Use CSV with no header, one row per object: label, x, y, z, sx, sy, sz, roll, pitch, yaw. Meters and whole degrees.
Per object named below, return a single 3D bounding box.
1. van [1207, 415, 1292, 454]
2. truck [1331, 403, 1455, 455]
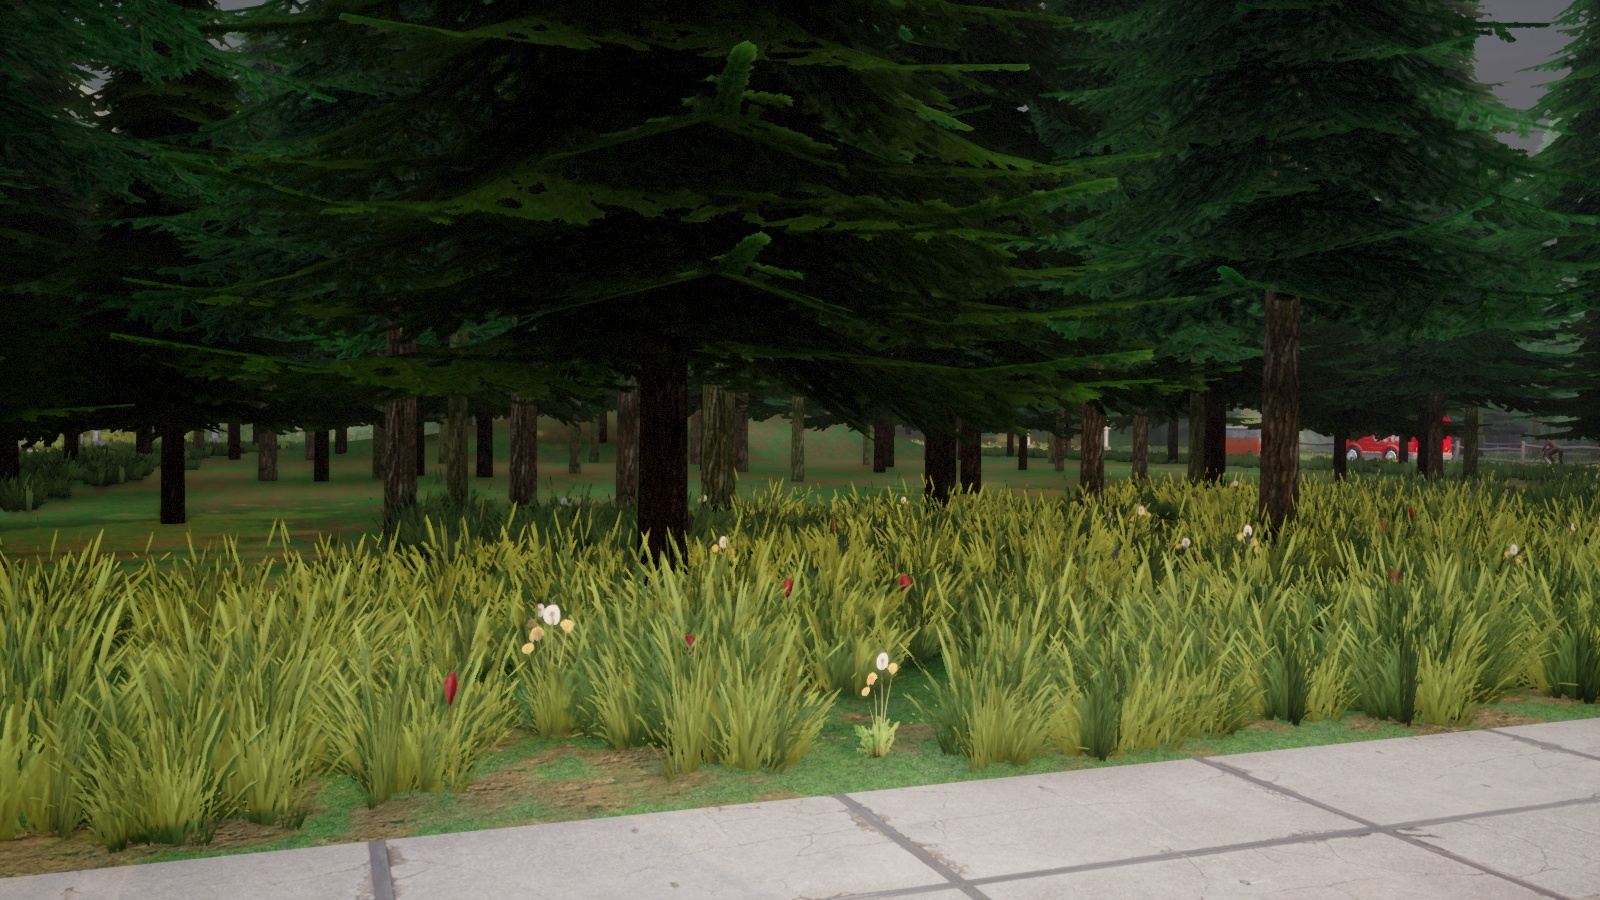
van,23.720,-0.813,66.411,1.775,1.987,4.442,-1,1,-21
truck,29.091,-1.036,61.830,2.627,2.467,5.204,-1,1,-20
